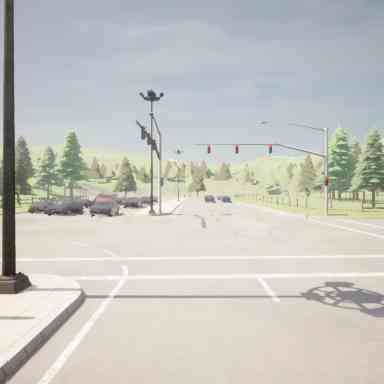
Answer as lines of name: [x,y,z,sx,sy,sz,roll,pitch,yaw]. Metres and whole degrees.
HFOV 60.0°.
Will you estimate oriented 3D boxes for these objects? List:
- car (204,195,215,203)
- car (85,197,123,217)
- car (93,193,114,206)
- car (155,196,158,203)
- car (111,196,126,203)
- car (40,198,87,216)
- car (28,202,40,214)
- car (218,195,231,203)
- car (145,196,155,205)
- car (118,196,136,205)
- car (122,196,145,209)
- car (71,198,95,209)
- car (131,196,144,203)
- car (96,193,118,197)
car: [3.680,1.352,71.141,2.097,1.767,4.553,0,0,1]
car: [-8.067,1.506,30.957,1.837,1.490,4.892,0,0,0]
car: [-15.022,1.222,56.943,2.150,2.045,5.566,0,0,0]
car: [-7.927,1.547,68.980,2.033,1.411,5.357,0,0,0]
car: [-14.930,1.598,67.850,1.895,1.301,4.718,0,0,0]
car: [-12.163,1.564,31.920,1.994,1.385,4.181,0,0,12]
car: [-15.350,1.565,35.064,1.994,1.385,4.181,0,0,6]
car: [7.076,1.478,70.158,1.882,1.535,5.008,0,0,0]
car: [-8.013,1.506,57.565,1.837,1.490,4.892,0,0,0]
car: [-11.513,1.493,59.064,2.128,1.511,4.902,0,0,0]
car: [-8.046,1.477,45.463,1.882,1.535,5.008,0,0,0]
car: [-15.036,1.564,46.111,1.994,1.385,4.181,0,0,1]
car: [-11.428,1.595,69.507,1.895,1.301,4.718,0,0,0]
car: [-11.544,1.222,45.897,2.150,2.045,5.566,0,0,0]
